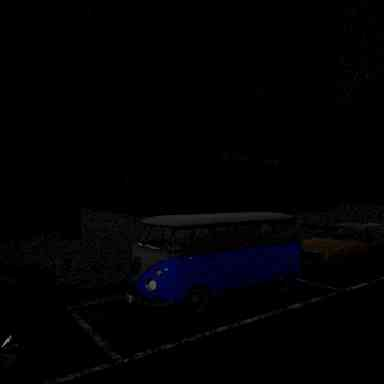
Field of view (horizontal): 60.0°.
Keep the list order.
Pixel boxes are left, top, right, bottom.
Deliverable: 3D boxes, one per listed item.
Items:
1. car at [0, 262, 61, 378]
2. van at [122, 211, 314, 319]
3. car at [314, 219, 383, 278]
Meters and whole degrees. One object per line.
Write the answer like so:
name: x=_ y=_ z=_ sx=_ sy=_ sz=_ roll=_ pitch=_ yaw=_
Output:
car: x=-3.834 y=1.566 z=3.916 sx=4.313 sy=1.339 sz=1.947 roll=0 pitch=0 yaw=-36
van: x=0.592 y=1.341 z=7.075 sx=3.998 sy=1.788 sz=1.690 roll=0 pitch=0 yaw=-36
car: x=4.880 y=1.526 z=10.135 sx=4.829 sy=1.417 sz=1.752 roll=0 pitch=0 yaw=-36
